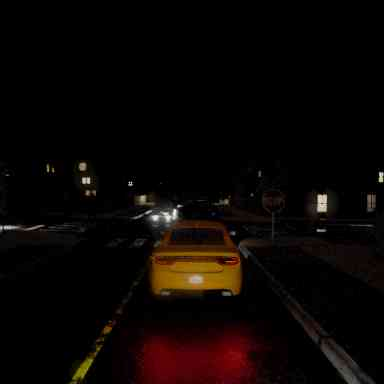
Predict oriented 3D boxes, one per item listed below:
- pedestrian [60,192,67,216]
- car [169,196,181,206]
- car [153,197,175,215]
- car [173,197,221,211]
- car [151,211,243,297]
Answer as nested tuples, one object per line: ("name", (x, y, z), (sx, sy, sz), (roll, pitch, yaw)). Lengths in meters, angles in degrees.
("pedestrian", (-9.695, 0.862, 25.144), (0.375, 1.860, 0.375), (0, 0, 1))
("car", (-2.864, 1.503, 57.121), (1.812, 1.442, 4.674), (0, 0, 0))
("car", (-2.873, 1.539, 34.430), (2.033, 1.411, 5.357), (0, 0, 0))
("car", (0.507, 1.459, 26.531), (1.882, 1.535, 5.008), (-1, 0, -26))
("car", (0.148, 1.475, 8.634), (1.882, 1.535, 5.008), (0, 0, 2))
